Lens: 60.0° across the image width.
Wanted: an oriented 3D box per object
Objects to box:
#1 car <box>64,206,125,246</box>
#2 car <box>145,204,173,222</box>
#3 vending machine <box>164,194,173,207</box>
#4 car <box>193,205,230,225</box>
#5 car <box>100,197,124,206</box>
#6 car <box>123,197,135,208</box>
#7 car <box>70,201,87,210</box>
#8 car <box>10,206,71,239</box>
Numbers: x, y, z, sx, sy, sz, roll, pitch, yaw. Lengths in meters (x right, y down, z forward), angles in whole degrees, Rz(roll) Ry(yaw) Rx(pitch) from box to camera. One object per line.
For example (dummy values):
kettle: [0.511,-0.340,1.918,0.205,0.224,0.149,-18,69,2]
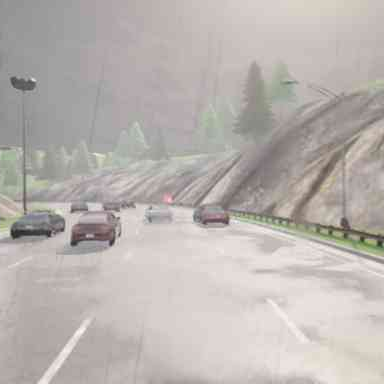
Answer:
car: [-4.396,1.607,15.669,1.812,1.442,4.674,0,0,-7]
car: [-2.865,1.694,27.847,1.895,1.301,4.718,-1,0,-12]
vending machine: [-3.896,1.360,55.025,1.100,2.100,0.880,-1,0,-27]
car: [1.321,1.605,24.347,1.994,1.385,4.181,0,0,-11]
car: [-10.035,1.688,40.628,2.128,1.511,4.902,0,0,-20]
car: [-10.340,1.575,50.931,2.097,1.767,4.553,-1,0,-26]
car: [-14.358,1.809,42.154,1.994,1.385,4.181,0,0,-22]
car: [-8.304,1.692,18.338,1.994,1.385,4.181,0,0,-9]
